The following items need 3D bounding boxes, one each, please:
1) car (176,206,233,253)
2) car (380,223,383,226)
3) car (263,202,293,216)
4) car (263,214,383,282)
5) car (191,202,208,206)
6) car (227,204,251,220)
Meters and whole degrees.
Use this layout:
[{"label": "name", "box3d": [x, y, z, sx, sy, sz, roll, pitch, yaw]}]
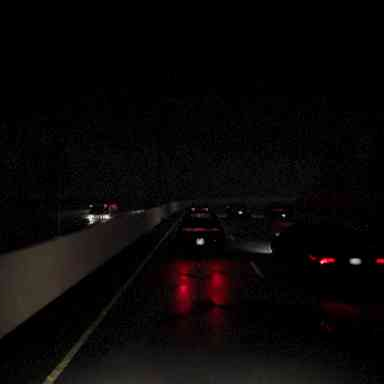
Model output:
[{"label": "car", "box3d": [0.350, 1.571, 14.135, 2.128, 1.511, 4.902, 0, 0, 1]}, {"label": "car", "box3d": [7.277, 1.628, 11.165, 1.812, 1.442, 4.674, 0, 0, 2]}, {"label": "car", "box3d": [7.698, 1.712, 30.075, 1.837, 1.490, 4.892, 0, 0, 1]}, {"label": "car", "box3d": [3.742, 1.624, 9.985, 2.033, 1.411, 5.357, 0, 0, 2]}, {"label": "car", "box3d": [0.692, 1.660, 29.913, 2.128, 1.511, 4.902, 0, 0, 1]}, {"label": "car", "box3d": [4.204, 1.754, 30.430, 1.994, 1.385, 4.181, 0, 0, 1]}]
